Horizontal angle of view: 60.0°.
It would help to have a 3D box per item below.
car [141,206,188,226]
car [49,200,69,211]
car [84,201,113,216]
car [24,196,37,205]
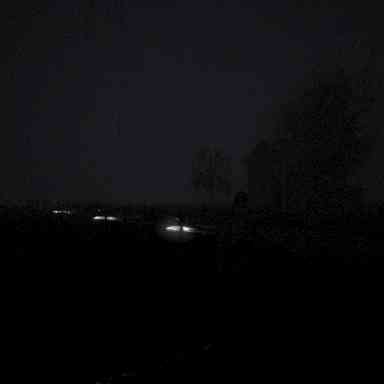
[{"bbox_3d":[-2.135,1.740,24.982,1.994,1.385,4.181,1,-1,-36],"label":"car"},{"bbox_3d":[-19.612,1.974,49.014,1.812,1.442,4.674,1,-1,-36],"label":"car"},{"bbox_3d":[-10.231,1.810,36.056,1.837,1.490,4.892,1,-1,-36],"label":"car"},{"bbox_3d":[-37.448,2.247,78.032,1.837,1.490,4.892,1,-1,-36],"label":"car"}]
